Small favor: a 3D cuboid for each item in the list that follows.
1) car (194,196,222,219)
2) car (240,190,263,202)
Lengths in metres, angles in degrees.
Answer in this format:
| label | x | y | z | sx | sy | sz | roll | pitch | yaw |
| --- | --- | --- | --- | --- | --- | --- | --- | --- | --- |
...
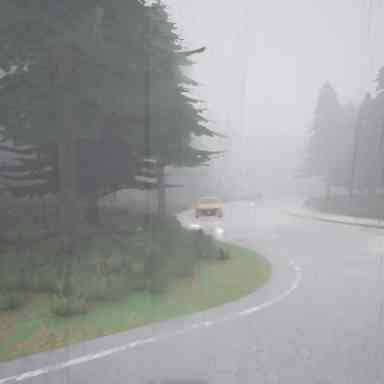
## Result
| label | x | y | z | sx | sy | sz | roll | pitch | yaw |
| --- | --- | --- | --- | --- | --- | --- | --- | --- | --- |
| car | 1.198 | 1.089 | 25.041 | 1.882 | 1.535 | 5.008 | -1 | 1 | 1 |
| car | 8.238 | 0.542 | 45.995 | 1.882 | 1.535 | 5.008 | -1 | 1 | 30 |
